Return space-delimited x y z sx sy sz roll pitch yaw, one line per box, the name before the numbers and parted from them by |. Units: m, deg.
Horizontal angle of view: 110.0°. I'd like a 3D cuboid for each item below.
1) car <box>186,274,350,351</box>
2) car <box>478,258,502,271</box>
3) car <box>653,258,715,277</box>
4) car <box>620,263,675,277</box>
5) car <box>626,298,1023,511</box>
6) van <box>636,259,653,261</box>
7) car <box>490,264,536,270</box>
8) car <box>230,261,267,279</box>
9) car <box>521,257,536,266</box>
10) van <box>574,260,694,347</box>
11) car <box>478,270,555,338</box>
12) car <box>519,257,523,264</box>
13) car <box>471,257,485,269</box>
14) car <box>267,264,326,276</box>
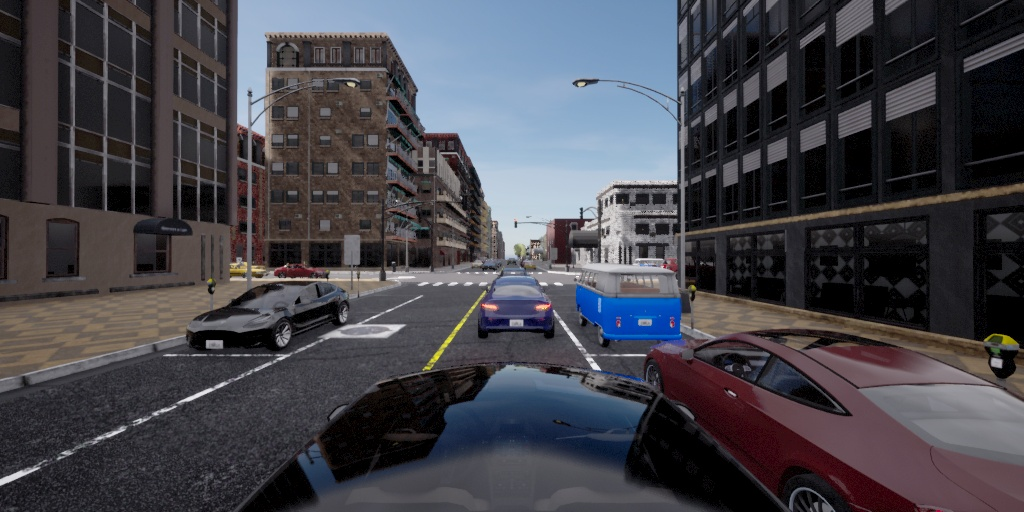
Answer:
car | -5.691 1.317 9.035 1.948 1.339 4.313 0 0 0
car | -3.067 1.329 50.642 2.033 1.411 5.357 0 0 3
car | 14.916 1.108 29.896 5.009 1.841 2.192 0 0 0
car | 13.398 1.418 35.706 4.718 1.301 1.895 0 0 1
car | 2.657 1.332 3.321 1.802 1.307 4.207 0 0 0
van | 14.893 1.175 38.276 3.998 1.789 1.690 0 0 0
car | 0.090 1.318 18.462 1.994 1.385 4.181 0 0 0
car | -22.963 1.216 29.801 4.829 1.417 1.751 0 0 0
car | 2.684 1.311 53.967 1.751 1.417 4.829 0 0 0
van | 2.656 1.092 9.010 1.690 1.789 3.998 0 0 0
car | 0.100 1.277 10.010 1.812 1.442 4.674 0 0 0
car | 2.683 1.382 64.875 1.802 1.307 4.207 0 0 0
car | -5.698 1.318 59.164 1.751 1.417 4.829 0 0 0
car | -17.471 1.284 29.815 4.207 1.307 1.802 0 0 0
